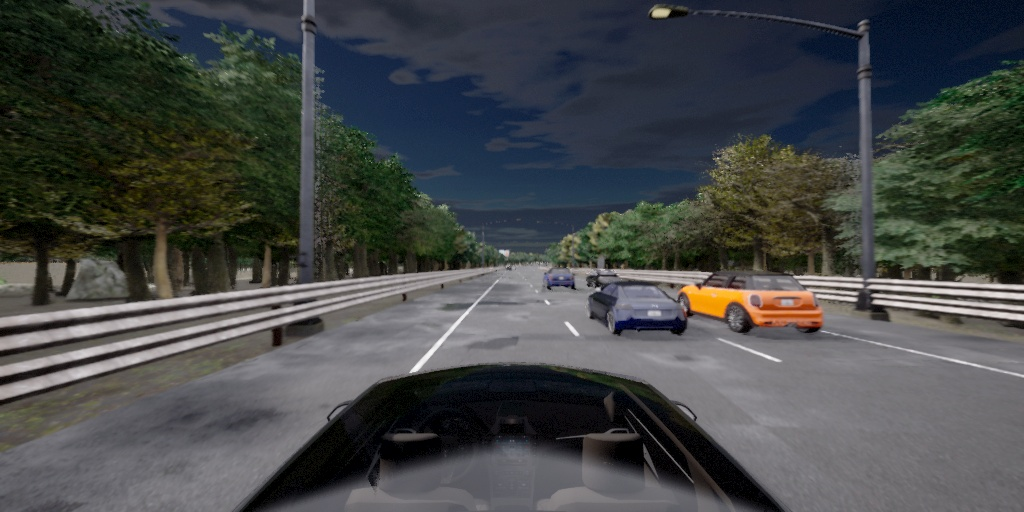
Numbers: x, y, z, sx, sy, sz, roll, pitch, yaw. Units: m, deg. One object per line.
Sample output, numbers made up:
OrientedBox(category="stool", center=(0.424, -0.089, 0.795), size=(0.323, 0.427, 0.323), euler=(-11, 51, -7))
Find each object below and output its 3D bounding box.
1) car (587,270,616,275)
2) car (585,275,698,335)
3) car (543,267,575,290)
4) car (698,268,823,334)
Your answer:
OrientedBox(category="car", center=(7.101, 1.828, 28.392), size=(2.128, 1.511, 4.902), euler=(0, -2, 0))
OrientedBox(category="car", center=(3.597, 1.457, 11.058), size=(1.994, 1.385, 4.181), euler=(0, -1, 0))
OrientedBox(category="car", center=(3.600, 1.682, 28.148), size=(2.097, 1.767, 4.553), euler=(0, -2, 0))
OrientedBox(category="car", center=(7.097, 1.252, 11.363), size=(2.097, 1.767, 4.553), euler=(0, -1, 0))
